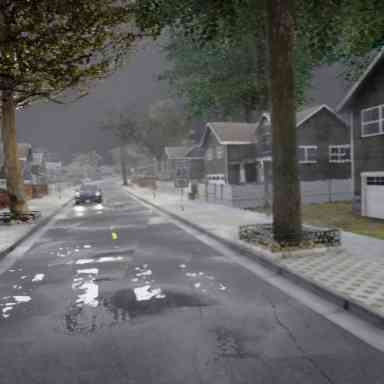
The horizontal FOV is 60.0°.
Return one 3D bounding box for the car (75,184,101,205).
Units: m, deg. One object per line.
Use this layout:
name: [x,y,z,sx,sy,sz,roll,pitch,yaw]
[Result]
car: [-9.086,0.096,29.244,2.097,1.767,4.553,-3,3,-15]
